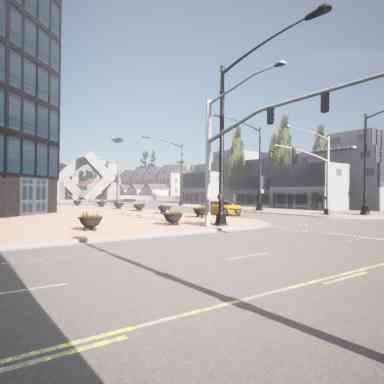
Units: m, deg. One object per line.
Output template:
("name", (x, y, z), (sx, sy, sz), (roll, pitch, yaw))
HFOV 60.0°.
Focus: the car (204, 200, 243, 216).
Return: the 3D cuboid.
("car", (2.991, 1.564, 33.674), (1.882, 1.535, 5.008), (1, -1, -35))
